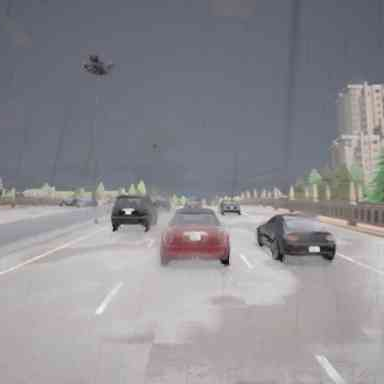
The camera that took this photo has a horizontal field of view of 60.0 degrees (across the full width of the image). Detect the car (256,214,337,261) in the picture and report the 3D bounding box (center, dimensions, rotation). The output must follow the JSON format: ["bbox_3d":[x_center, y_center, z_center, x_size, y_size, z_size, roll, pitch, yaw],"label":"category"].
[{"bbox_3d":[3.597,1.510,12.066,1.812,1.442,4.674,0,0,0],"label":"car"}]

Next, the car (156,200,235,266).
[{"bbox_3d":[0.097,1.337,11.705,2.097,1.767,4.553,0,0,0],"label":"car"}]

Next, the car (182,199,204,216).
[{"bbox_3d":[0.090,1.474,32.401,2.033,1.411,5.357,0,0,0],"label":"car"}]

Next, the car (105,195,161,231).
[{"bbox_3d":[-3.406,1.182,20.456,2.150,2.045,5.566,0,0,0],"label":"car"}]

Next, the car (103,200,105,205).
[{"bbox_3d":[-10.593,1.250,45.320,2.097,1.767,4.553,0,0,0],"label":"car"}]

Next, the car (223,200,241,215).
[{"bbox_3d":[3.595,1.474,32.428,2.033,1.411,5.357,0,0,0],"label":"car"}]

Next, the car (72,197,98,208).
[{"bbox_3d":[-14.094,1.422,44.972,1.812,1.442,4.674,0,0,0],"label":"car"}]

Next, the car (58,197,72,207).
[{"bbox_3d":[-17.588,1.475,48.320,2.033,1.411,5.357,0,-1,0],"label":"car"}]

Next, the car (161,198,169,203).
[{"bbox_3d":[-3.412,1.414,38.639,1.837,1.490,4.892,0,0,0],"label":"car"}]
